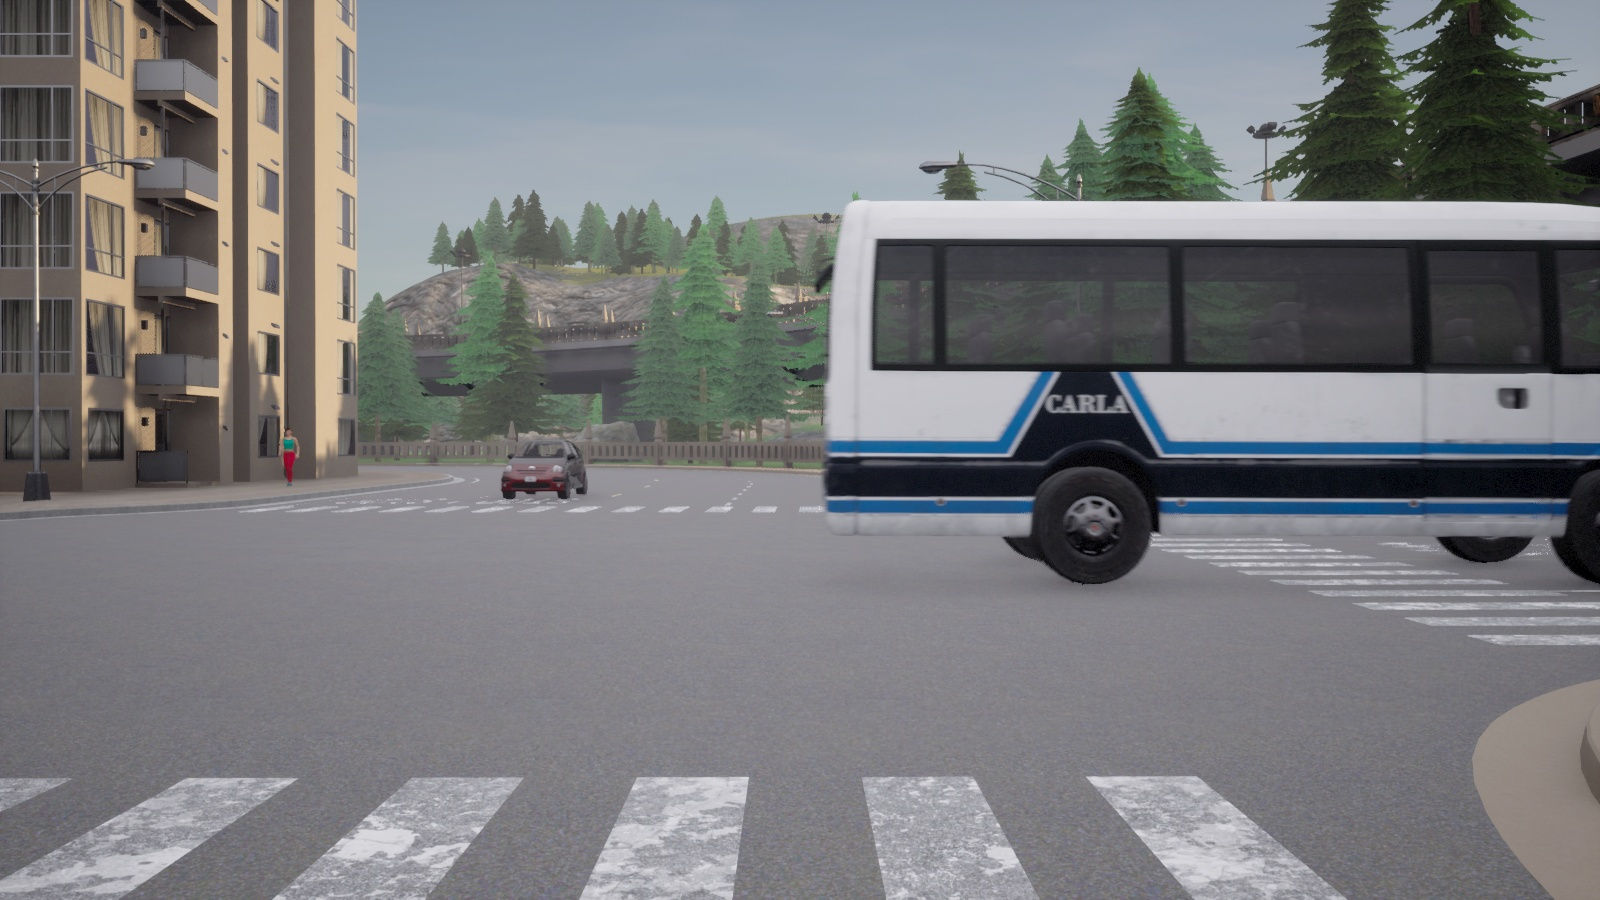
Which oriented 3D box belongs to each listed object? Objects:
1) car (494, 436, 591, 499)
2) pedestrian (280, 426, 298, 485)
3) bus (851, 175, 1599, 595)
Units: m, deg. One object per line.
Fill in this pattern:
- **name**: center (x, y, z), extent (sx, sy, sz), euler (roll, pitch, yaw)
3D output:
- **car**: center (-6.998, 0.444, 34.532), extent (1.851, 1.617, 3.988), euler (0, 0, 0)
- **pedestrian**: center (-15.819, 0.168, 38.872), extent (0.345, 1.836, 0.594), euler (0, 0, -1)
- **bus**: center (5.822, -0.668, 14.800), extent (10.273, 4.253, 3.944), euler (0, 0, 0)
